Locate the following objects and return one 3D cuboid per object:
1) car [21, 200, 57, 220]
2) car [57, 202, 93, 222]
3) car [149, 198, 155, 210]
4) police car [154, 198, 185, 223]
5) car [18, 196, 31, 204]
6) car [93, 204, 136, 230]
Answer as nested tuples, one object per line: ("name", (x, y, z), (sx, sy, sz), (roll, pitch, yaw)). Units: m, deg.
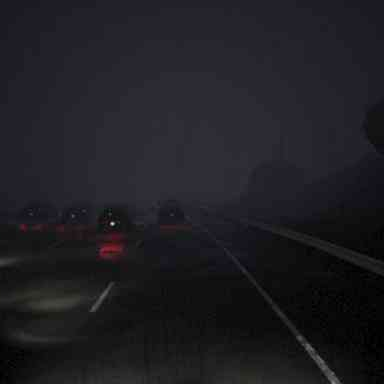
("car", (-12.580, 1.487, 27.762), (2.128, 1.511, 4.902), (0, 0, -8))
("car", (-8.802, 1.518, 25.993), (1.812, 1.442, 4.674), (0, 0, -7))
("car", (-4.448, 1.500, 42.063), (1.812, 1.442, 4.674), (0, 0, -12))
("police car", (-1.695, 1.408, 25.529), (1.930, 1.638, 5.238), (0, 0, -7))
("car", (-32.964, 1.518, 65.518), (1.812, 1.442, 4.674), (0, 0, -19))
("car", (-4.677, 1.495, 20.916), (1.837, 1.490, 4.892), (0, 0, -6))
